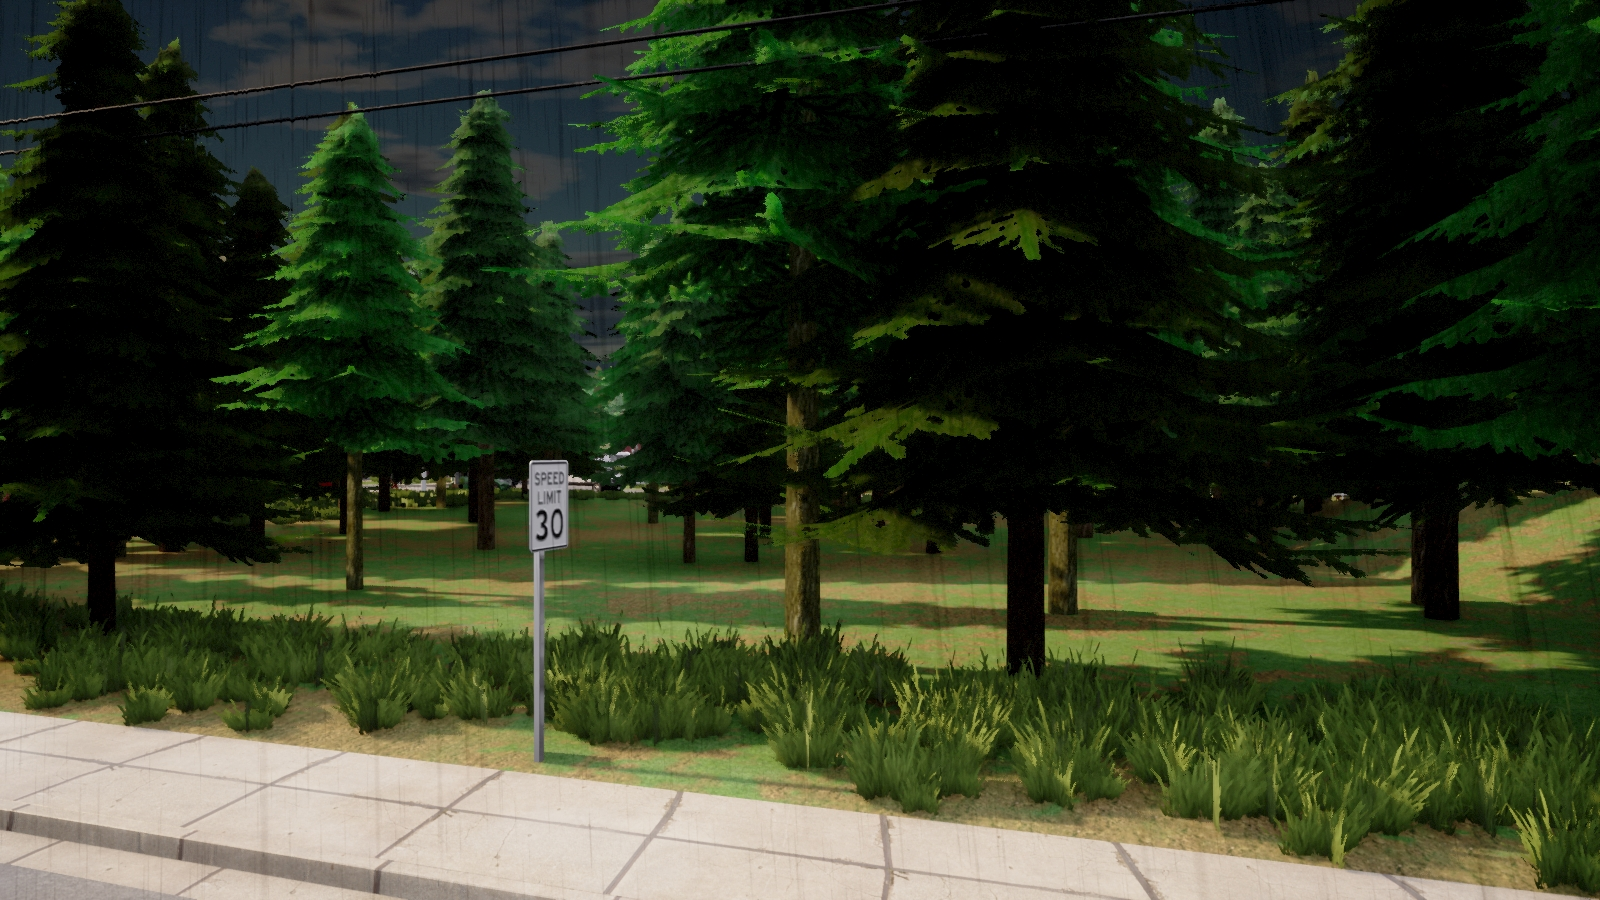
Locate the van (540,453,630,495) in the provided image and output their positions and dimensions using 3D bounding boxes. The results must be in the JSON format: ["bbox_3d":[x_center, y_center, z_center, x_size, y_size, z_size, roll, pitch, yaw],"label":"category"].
[{"bbox_3d":[-13.883,1.508,73.669,5.915,2.561,1.988,0,0,33],"label":"van"}]
